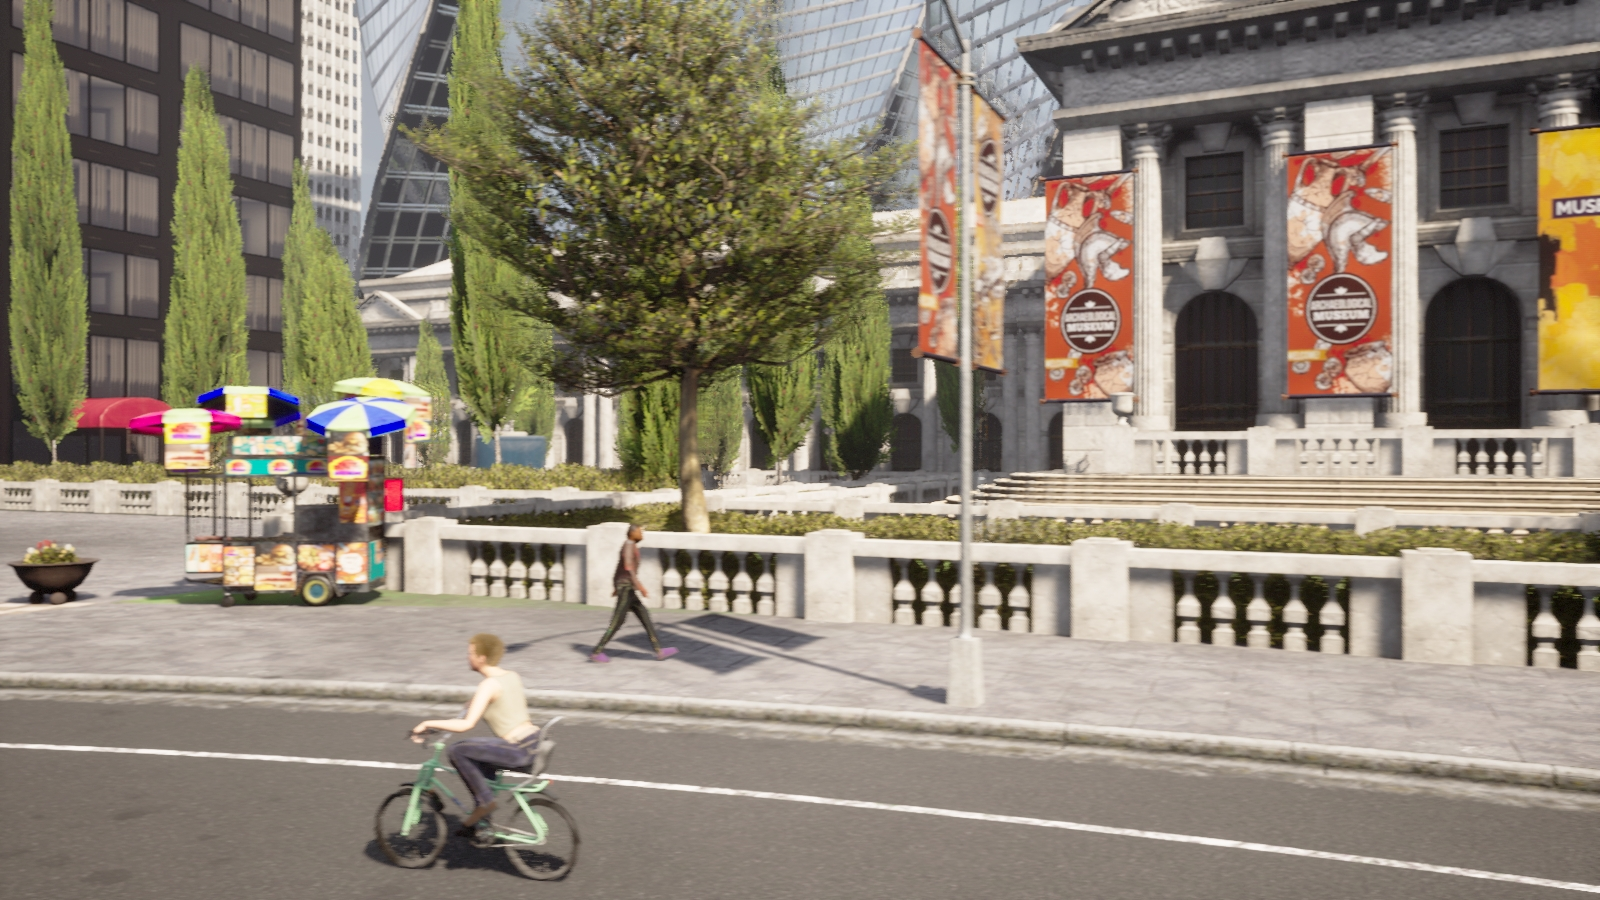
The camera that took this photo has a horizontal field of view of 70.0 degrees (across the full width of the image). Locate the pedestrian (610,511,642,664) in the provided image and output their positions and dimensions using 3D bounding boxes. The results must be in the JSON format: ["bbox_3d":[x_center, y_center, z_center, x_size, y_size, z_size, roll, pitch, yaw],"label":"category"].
[{"bbox_3d":[-2.162,1.701,14.226,0.375,1.860,0.375,0,0,-6],"label":"pedestrian"}]

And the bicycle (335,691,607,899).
[{"bbox_3d":[-2.144,2.261,7.549,1.487,1.080,0.859,0,0,13],"label":"bicycle"}]
